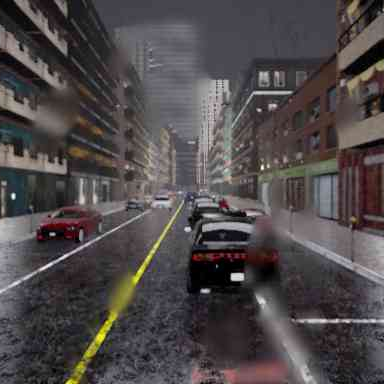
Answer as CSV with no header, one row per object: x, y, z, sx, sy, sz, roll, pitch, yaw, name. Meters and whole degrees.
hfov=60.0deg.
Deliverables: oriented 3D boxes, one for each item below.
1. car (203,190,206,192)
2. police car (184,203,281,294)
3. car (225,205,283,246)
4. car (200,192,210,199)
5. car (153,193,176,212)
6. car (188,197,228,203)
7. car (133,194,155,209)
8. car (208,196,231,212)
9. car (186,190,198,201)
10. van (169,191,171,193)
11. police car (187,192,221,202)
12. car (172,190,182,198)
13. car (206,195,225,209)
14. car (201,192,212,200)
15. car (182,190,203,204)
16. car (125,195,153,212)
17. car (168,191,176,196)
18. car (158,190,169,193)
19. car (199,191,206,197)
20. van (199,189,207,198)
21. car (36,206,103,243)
2.584,0.861,49.207,1.752,1.417,4.829,0,1,0,car
0.827,1.304,8.623,1.930,1.638,5.238,0,1,0,police car
2.575,1.374,14.902,1.802,1.307,4.206,1,1,0,car
2.587,0.705,66.104,1.802,1.307,4.206,0,1,0,car
-2.841,1.084,32.321,1.812,1.442,4.674,0,1,0,car
0.829,1.249,18.514,1.837,1.490,4.892,0,1,0,car
-5.299,1.015,37.480,1.752,1.417,4.829,1,1,0,car
2.579,1.145,31.970,1.802,1.307,4.206,1,1,0,car
0.014,0.557,59.533,2.097,1.767,4.553,0,1,0,car
-5.293,0.535,60.404,1.690,1.788,3.998,1,1,0,van
0.831,1.086,24.622,1.930,1.638,5.238,0,1,0,police car
-2.733,0.563,73.379,2.033,1.411,5.357,0,1,0,car
2.581,1.032,37.659,1.887,1.381,4.507,1,1,0,car
2.586,0.717,60.584,1.752,1.417,4.829,0,1,0,car
0.024,0.729,46.095,2.097,1.767,4.553,0,1,0,car
-5.301,1.114,31.960,2.008,1.369,4.403,1,1,0,car
-5.288,0.393,88.854,1.887,1.381,4.507,0,1,0,car
-5.296,0.810,54.718,1.887,1.381,4.507,1,1,0,car
2.591,0.440,83.342,1.752,1.417,4.829,0,1,0,car
2.591,0.326,77.480,1.690,1.788,3.998,0,1,0,van
-5.304,1.337,14.892,1.887,1.381,4.507,1,1,0,car
